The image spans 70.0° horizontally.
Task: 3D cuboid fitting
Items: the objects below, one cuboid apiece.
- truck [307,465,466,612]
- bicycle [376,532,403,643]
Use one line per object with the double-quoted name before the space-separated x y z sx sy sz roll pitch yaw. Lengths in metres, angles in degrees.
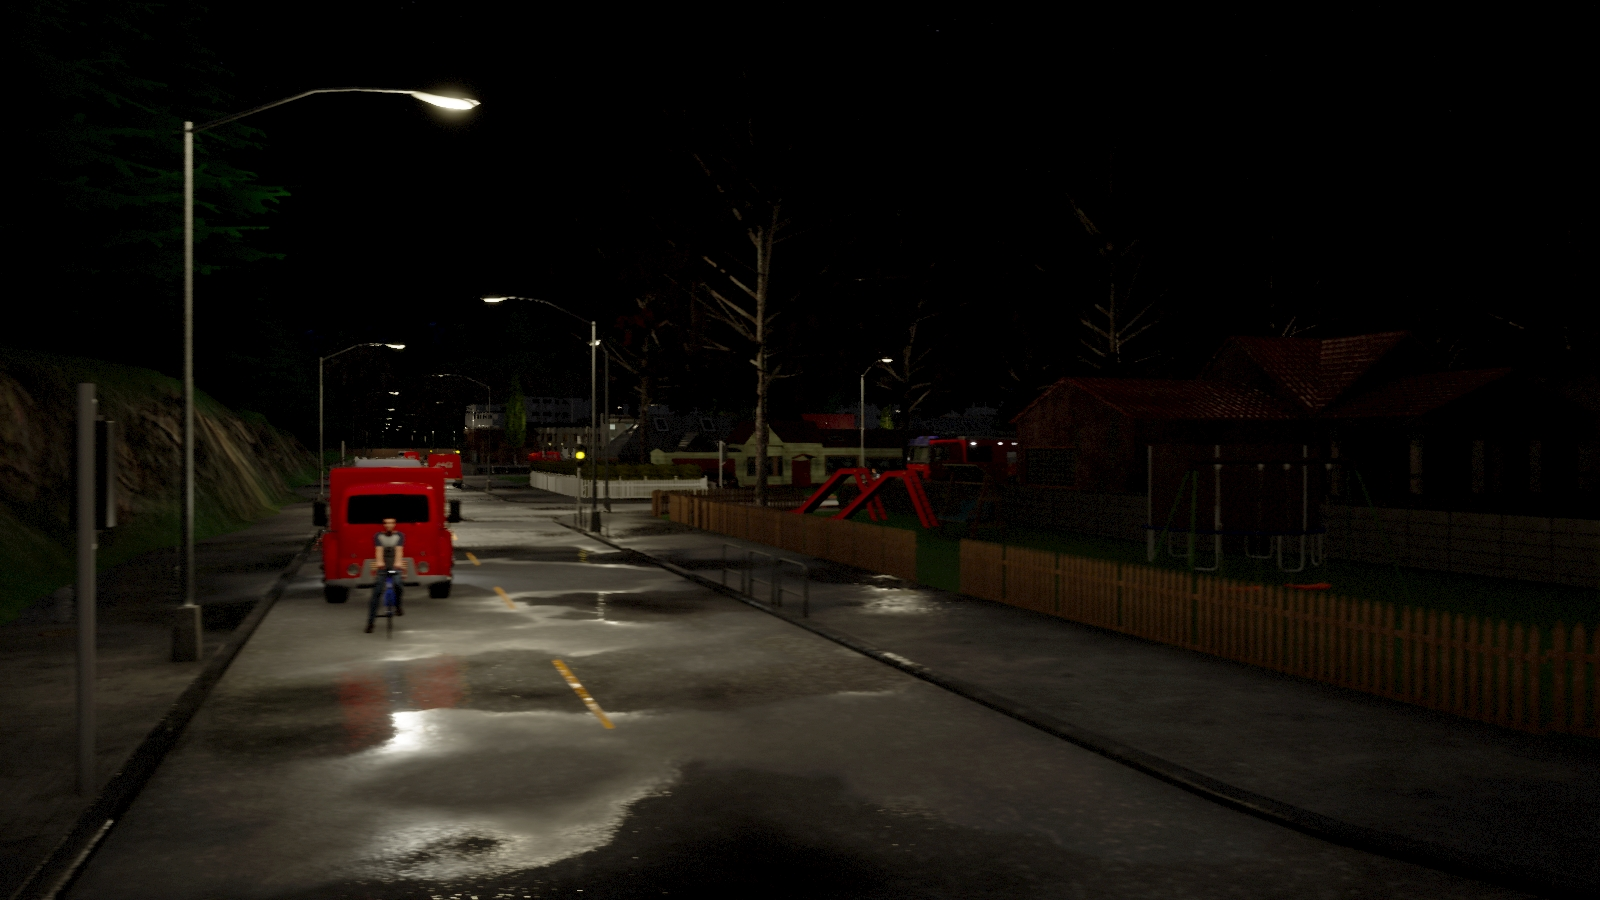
"truck" -8.150 1.568 22.607 2.627 2.467 5.204 0 0 -20
"bicycle" -6.268 2.056 17.428 0.373 1.496 1.643 0 0 -20
